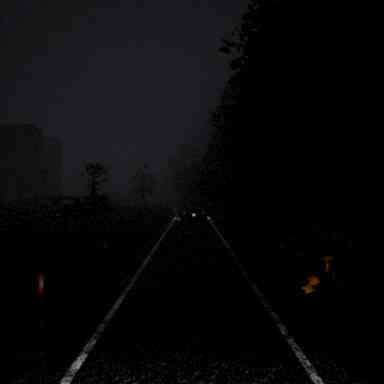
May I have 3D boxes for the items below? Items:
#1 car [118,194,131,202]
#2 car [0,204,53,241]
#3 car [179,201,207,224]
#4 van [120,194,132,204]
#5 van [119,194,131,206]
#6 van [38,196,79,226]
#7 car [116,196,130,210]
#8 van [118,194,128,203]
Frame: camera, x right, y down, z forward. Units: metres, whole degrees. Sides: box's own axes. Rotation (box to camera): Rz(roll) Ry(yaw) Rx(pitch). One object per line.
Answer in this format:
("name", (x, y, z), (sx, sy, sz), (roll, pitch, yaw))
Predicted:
("car", (-10.415, 1.298, 49.797), (2.435, 2.045, 5.566), (1, -1, -9))
("car", (-9.087, 1.498, 16.560), (2.163, 1.488, 4.792), (0, -1, -2))
("car", (0.087, 1.631, 25.768), (1.994, 1.385, 4.181), (0, 0, -1))
("van", (-13.182, 1.368, 66.249), (1.878, 1.987, 4.442), (1, -2, -15))
("van", (-11.130, 1.332, 55.253), (1.878, 1.987, 4.442), (1, -1, -10))
("van", (-9.100, 1.261, 23.073), (1.878, 1.987, 4.442), (0, -1, -3))
("car", (-9.889, 1.580, 44.259), (2.002, 1.452, 4.674), (1, -1, -5))
("van", (-16.063, 1.447, 77.041), (1.878, 1.987, 4.442), (1, -2, -16))
